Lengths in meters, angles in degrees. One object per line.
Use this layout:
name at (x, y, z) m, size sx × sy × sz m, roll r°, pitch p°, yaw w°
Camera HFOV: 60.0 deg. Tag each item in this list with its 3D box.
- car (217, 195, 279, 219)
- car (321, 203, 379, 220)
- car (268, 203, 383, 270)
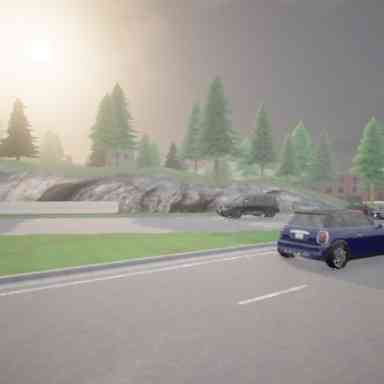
car at (4.962, 1.258, 29.106) m, size 5.566 × 2.045 × 2.150 m, roll 0°, pitch 0°, yaw -19°
car at (13.621, 1.636, 28.675) m, size 4.718 × 1.301 × 1.895 m, roll 0°, pitch 0°, yaw -22°
car at (5.093, 1.366, 11.314) m, size 4.553 × 1.767 × 2.097 m, roll 0°, pitch 0°, yaw -32°
